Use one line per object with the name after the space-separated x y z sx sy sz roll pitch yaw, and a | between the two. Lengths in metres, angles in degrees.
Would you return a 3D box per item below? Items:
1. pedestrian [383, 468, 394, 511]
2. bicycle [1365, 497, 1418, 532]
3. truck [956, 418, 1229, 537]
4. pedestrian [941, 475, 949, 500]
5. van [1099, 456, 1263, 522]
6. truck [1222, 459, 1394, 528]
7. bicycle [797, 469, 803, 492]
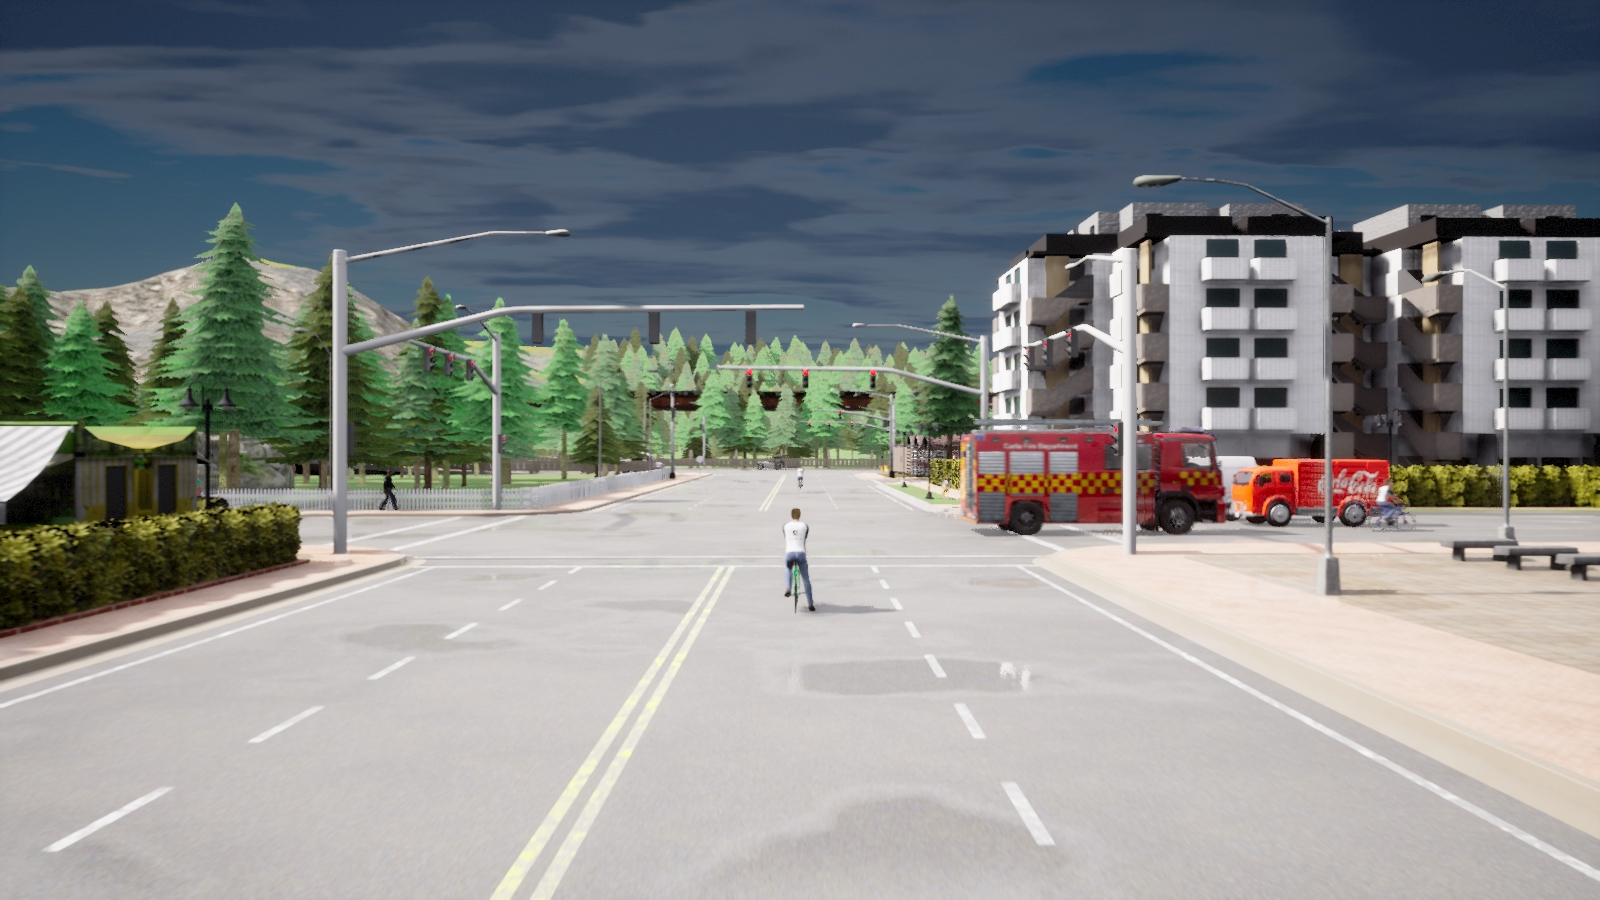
-17.681 1.696 49.115 0.375 1.860 0.375 0 0 -3 | pedestrian
20.242 2.205 39.096 1.643 1.196 0.373 0 0 -2 | bicycle
9.750 0.890 38.632 8.468 3.827 2.891 0 0 -2 | truck
7.685 1.977 60.529 0.375 1.300 0.375 0 0 1 | pedestrian
15.211 1.533 45.809 5.915 2.561 1.988 0 0 -2 | van
18.791 1.567 42.450 5.204 2.467 2.627 0 0 -2 | truck
0.014 2.054 76.265 0.373 1.496 1.643 0 0 0 | bicycle
